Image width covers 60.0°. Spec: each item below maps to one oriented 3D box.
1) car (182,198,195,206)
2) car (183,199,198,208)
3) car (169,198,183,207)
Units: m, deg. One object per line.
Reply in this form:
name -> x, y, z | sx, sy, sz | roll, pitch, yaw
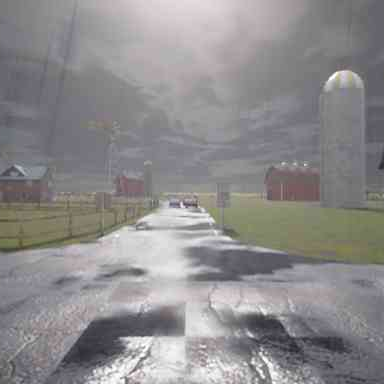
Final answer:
car -> -0.706, 1.939, 63.901 | 1.994, 1.385, 4.181 | 0, 0, -6
car -> -0.044, 1.830, 53.772 | 1.837, 1.490, 4.892 | 0, 0, -2
car -> -2.981, 1.823, 57.891 | 1.882, 1.535, 5.008 | 0, 0, -2
